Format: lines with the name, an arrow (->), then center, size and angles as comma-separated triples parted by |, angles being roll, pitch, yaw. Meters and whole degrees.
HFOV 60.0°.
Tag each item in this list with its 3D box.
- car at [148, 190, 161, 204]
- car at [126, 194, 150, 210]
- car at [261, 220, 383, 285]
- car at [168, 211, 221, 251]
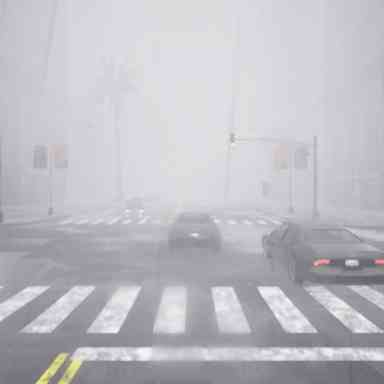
car -> -6.526, 0.905, 57.106 | 2.150, 2.045, 5.566 | 0, 0, 1
car -> -6.581, 1.289, 39.371 | 1.837, 1.490, 4.892 | 0, 0, 0
car -> 3.325, 1.499, 9.393 | 2.033, 1.411, 5.357 | 0, 0, 0
car -> 0.101, 1.482, 13.843 | 1.994, 1.385, 4.181 | 0, 0, 0
